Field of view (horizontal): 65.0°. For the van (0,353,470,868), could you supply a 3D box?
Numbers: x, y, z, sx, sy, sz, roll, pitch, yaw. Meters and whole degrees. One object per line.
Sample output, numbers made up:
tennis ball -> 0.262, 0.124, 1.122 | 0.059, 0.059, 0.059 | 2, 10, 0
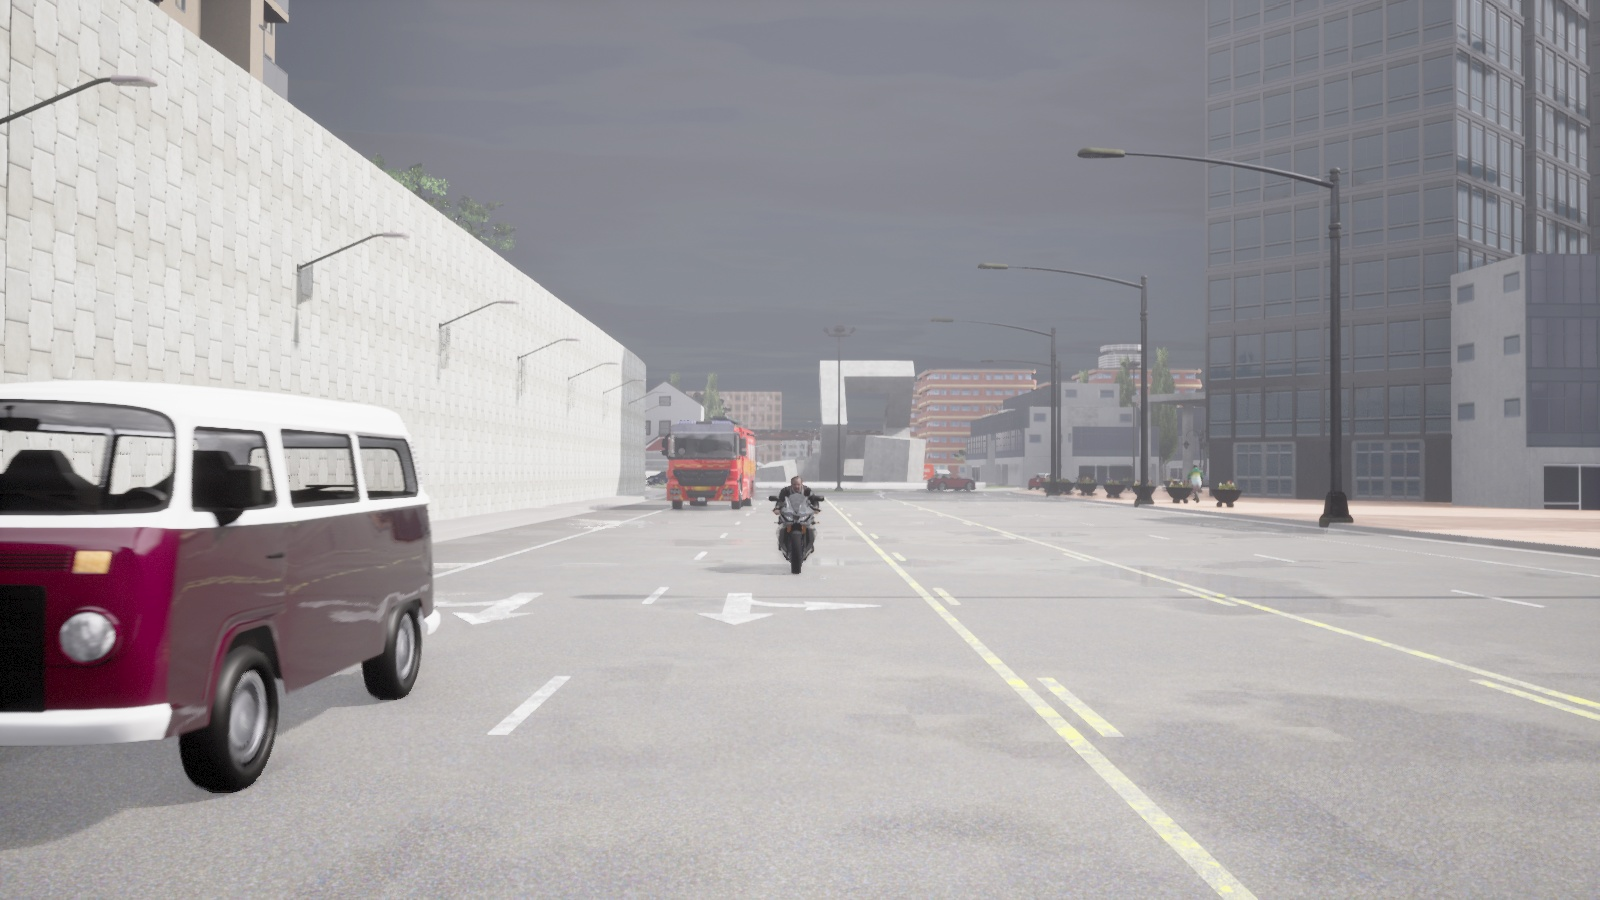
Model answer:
van -> -3.518, 0.675, 7.222 | 2.069, 2.038, 4.480 | 0, -1, 0

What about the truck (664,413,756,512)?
truck -> -3.645, 0.561, 52.998 | 2.891, 3.827, 8.468 | 0, -1, 3

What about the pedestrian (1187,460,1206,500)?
pedestrian -> 19.069, 1.441, 60.436 | 0.659, 1.952, 0.873 | 0, -1, 1

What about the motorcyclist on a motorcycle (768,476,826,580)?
motorcyclist on a motorcycle -> -0.046, 1.185, 19.785 | 0.866, 1.530, 2.191 | 0, -1, 0
